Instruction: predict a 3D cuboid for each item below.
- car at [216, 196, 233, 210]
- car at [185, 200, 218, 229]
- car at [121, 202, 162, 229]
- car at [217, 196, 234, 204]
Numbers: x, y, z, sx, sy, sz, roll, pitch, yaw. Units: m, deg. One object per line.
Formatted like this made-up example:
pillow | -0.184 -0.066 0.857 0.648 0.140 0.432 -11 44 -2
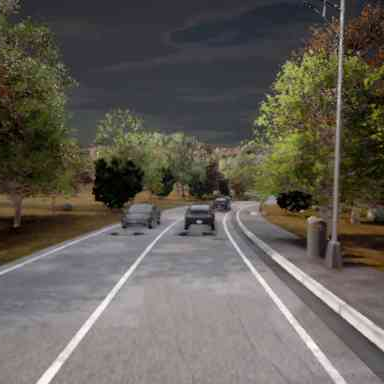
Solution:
car | 3.909 1.491 42.999 1.837 1.490 4.892 1 0 13
car | 0.591 1.476 21.594 1.837 1.490 4.892 0 0 4
car | -3.120 1.459 21.197 1.837 1.490 4.892 0 0 4
car | 6.354 1.503 62.849 1.994 1.385 4.181 2 1 22
